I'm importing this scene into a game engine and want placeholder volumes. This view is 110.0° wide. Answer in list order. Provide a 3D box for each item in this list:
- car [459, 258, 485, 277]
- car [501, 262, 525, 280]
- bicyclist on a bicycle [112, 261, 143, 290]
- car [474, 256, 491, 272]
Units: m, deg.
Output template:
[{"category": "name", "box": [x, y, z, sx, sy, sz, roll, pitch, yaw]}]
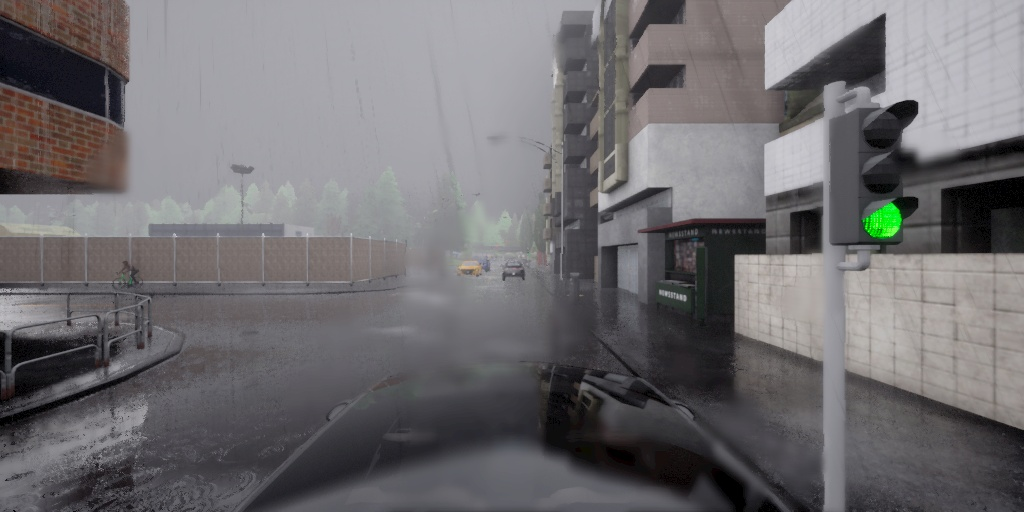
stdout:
[{"category": "car", "box": [-4.105, 1.231, 35.814, 1.882, 1.535, 5.008, 0, 0, 0]}, {"category": "car", "box": [0.119, 1.244, 31.676, 2.128, 1.511, 4.902, 0, 0, 0]}, {"category": "bicyclist on a bicycle", "box": [-22.177, 1.101, 20.722, 0.582, 1.620, 1.656, 0, 0, 0]}, {"category": "car", "box": [-4.072, 0.976, 46.515, 2.150, 2.045, 5.566, 0, 0, 0]}]
